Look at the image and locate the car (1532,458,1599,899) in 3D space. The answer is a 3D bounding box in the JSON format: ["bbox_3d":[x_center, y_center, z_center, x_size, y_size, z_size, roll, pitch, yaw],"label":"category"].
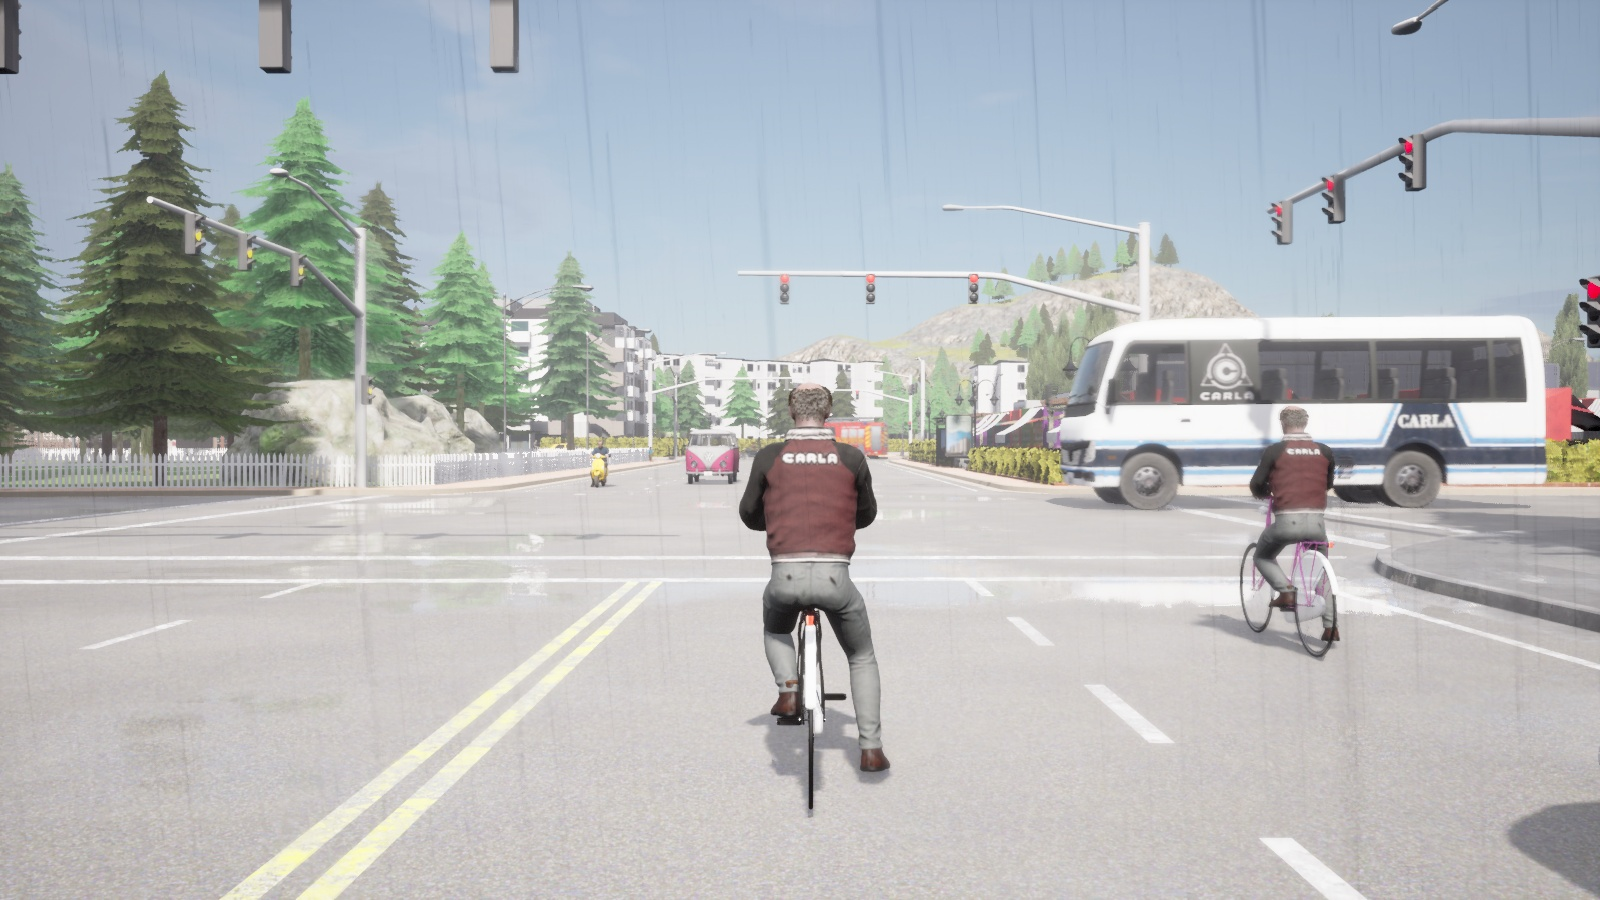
[{"bbox_3d":[3.526,0.763,2.164,1.812,1.442,4.674,0,0,0],"label":"car"}]

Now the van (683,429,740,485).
[{"bbox_3d":[-3.237,0.233,46.760,1.775,1.987,4.442,0,0,0],"label":"van"}]

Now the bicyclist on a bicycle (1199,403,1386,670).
[{"bbox_3d":[3.564,0.568,9.269,0.659,1.776,1.843,0,1,0],"label":"bicyclist on a bicycle"}]

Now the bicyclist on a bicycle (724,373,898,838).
[{"bbox_3d":[0.046,0.585,5.708,0.659,1.776,1.843,0,1,0],"label":"bicyclist on a bicycle"}]

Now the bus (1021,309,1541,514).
[{"bbox_3d":[10.494,-0.821,28.477,10.273,4.253,3.944,0,1,1],"label":"bus"}]

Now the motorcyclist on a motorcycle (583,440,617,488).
[{"bbox_3d":[-6.760,0.454,42.533,0.866,1.590,1.817,0,0,0],"label":"motorcyclist on a motorcycle"}]
